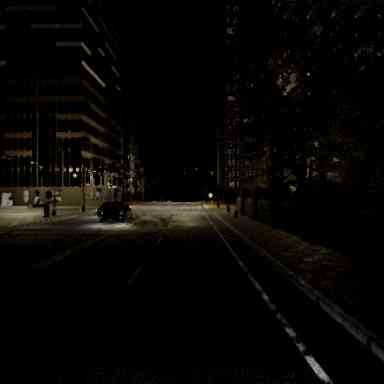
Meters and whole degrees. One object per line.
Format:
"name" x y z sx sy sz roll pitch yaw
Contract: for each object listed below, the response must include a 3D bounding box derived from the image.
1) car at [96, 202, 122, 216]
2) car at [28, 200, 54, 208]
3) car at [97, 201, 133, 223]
"car" -9.747 1.985 39.227 1.837 1.490 4.892 0 -1 0
"car" -25.533 2.095 56.441 4.313 1.339 1.947 0 0 2
"car" -6.575 1.675 29.141 2.097 1.767 4.553 0 -1 0
